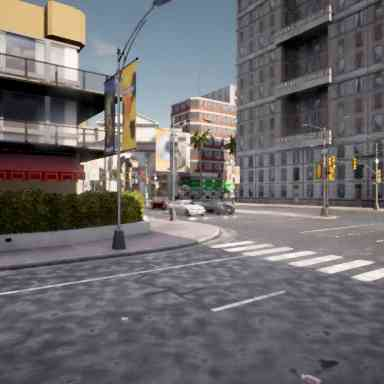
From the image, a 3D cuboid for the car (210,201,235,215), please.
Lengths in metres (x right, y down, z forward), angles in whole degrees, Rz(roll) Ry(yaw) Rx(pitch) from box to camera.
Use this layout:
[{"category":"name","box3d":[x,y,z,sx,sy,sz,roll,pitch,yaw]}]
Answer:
[{"category":"car","box3d":[2.449,1.564,33.837,1.994,1.385,4.181,0,0,-35]}]

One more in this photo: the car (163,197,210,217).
[{"category":"car","box3d":[-0.623,1.526,32.117,1.812,1.442,4.674,0,0,-35]}]

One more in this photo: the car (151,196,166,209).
[{"category":"car","box3d":[-3.417,1.352,42.212,2.097,1.767,4.553,0,0,-35]}]
